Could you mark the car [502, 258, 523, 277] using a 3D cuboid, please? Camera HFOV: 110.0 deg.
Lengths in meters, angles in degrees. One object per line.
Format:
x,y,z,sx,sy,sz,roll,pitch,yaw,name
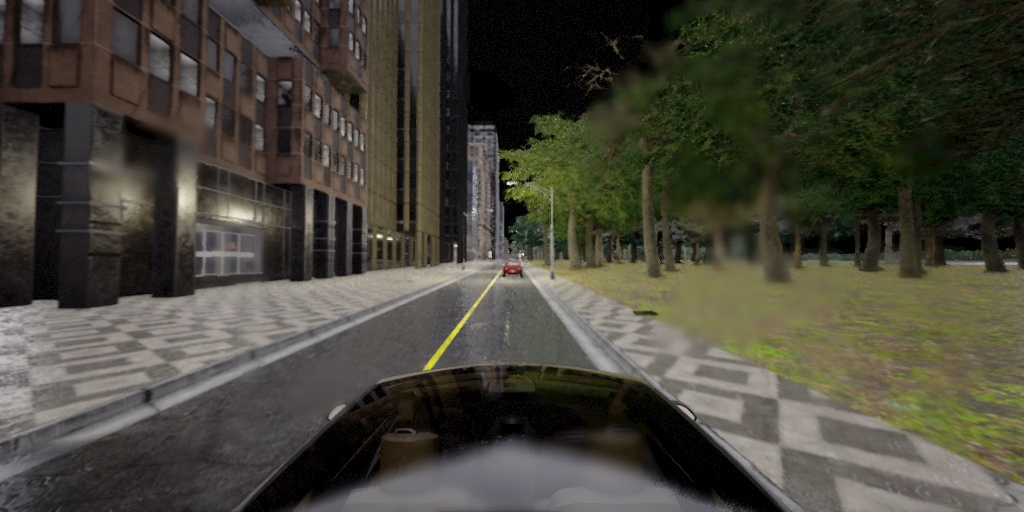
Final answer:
0.075,1.215,34.778,1.882,1.535,5.008,0,0,1,car
